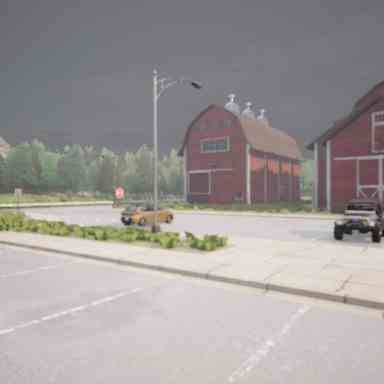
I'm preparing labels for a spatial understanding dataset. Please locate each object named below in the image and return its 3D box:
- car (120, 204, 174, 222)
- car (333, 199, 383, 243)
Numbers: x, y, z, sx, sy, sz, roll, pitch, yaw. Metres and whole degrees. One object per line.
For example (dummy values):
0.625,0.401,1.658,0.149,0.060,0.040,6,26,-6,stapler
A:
-3.097,1.580,23.523,1.816,1.474,4.193,0,0,35,car
8.250,1.319,16.222,1.905,1.878,3.866,0,0,35,car
